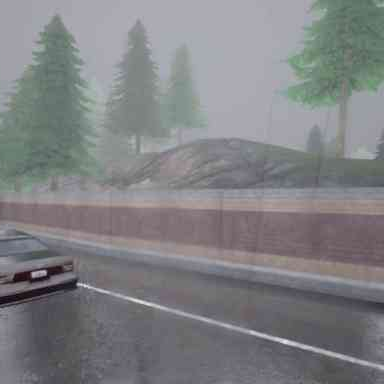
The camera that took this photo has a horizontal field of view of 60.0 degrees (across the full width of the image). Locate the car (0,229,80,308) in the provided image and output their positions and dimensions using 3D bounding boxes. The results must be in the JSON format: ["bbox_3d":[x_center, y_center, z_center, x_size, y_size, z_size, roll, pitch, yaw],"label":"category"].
[{"bbox_3d":[-4.812,1.610,7.871,5.357,1.411,2.033,-1,0,40],"label":"car"}]
